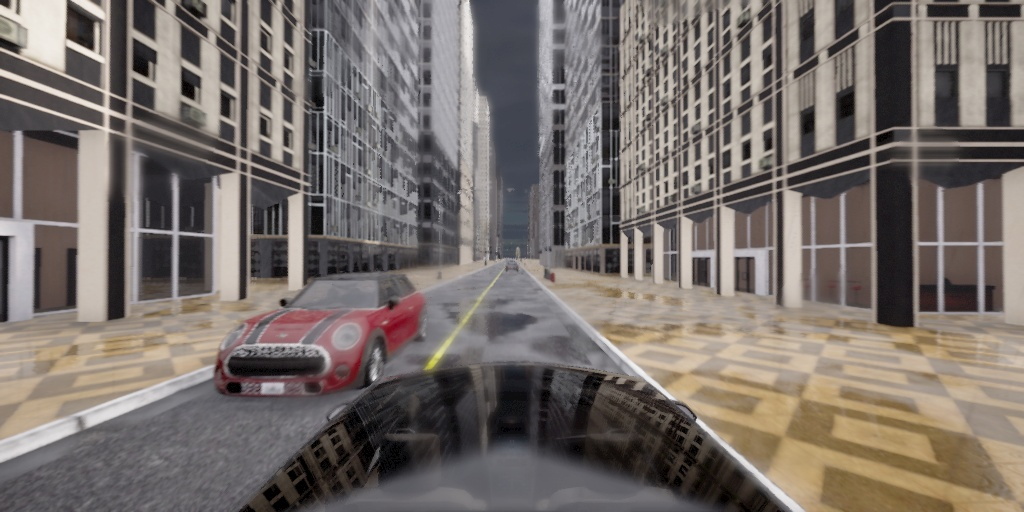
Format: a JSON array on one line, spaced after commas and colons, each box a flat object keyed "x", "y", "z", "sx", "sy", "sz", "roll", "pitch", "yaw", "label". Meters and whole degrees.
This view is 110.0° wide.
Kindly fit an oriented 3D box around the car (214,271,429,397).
[{"x": -3.085, "y": 1.129, "z": 6.882, "sx": 2.097, "sy": 1.767, "sz": 4.553, "roll": 0, "pitch": 0, "yaw": 0, "label": "car"}]

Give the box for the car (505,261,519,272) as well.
[{"x": 0.004, "y": 1.495, "z": 52.018, "sx": 2.128, "sy": 1.511, "sz": 4.902, "roll": 0, "pitch": 0, "yaw": 0, "label": "car"}]
